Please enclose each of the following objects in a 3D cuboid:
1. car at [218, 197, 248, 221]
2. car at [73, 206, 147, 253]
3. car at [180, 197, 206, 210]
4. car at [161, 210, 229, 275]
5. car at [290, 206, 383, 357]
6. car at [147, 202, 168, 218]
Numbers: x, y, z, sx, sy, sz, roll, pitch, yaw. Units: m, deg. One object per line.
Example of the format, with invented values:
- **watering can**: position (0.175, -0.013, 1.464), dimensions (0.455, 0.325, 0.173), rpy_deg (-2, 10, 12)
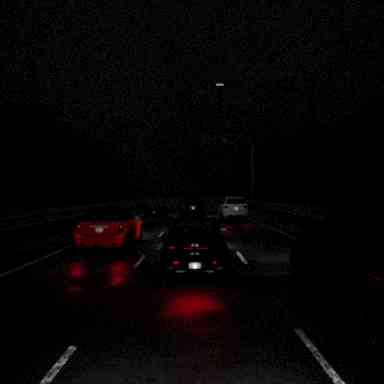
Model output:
- **car**: position (3.600, 1.415, 29.671), dimensions (2.150, 2.045, 5.566), rpy_deg (0, 0, 0)
- **car**: position (-3.407, 1.441, 14.365), dimensions (2.097, 1.767, 4.553), rpy_deg (0, 0, 0)
- **car**: position (0.101, 1.416, 29.796), dimensions (2.150, 2.045, 5.566), rpy_deg (0, 0, 0)
- **car**: position (0.084, 1.572, 10.675), dimensions (1.837, 1.490, 4.892), rpy_deg (0, 0, 0)
- **car**: position (3.566, 1.260, 6.203), dimensions (2.150, 2.045, 5.566), rpy_deg (0, 0, 0)
- **car**: position (-3.399, 1.689, 32.223), dimensions (1.882, 1.535, 5.008), rpy_deg (0, 0, 0)
